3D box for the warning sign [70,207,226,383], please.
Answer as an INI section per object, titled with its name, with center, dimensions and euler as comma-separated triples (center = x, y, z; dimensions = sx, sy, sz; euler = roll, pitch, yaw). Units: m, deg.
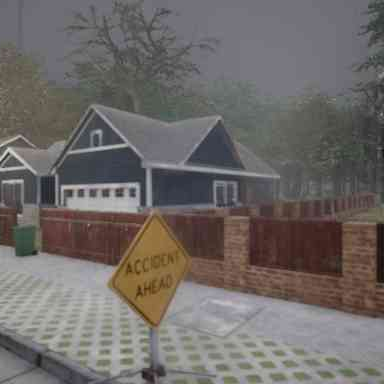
[warning sign]
center = -0.425, 1.124, 3.611
dimensions = 1.060, 1.860, 1.300
euler = -1, 0, 35
